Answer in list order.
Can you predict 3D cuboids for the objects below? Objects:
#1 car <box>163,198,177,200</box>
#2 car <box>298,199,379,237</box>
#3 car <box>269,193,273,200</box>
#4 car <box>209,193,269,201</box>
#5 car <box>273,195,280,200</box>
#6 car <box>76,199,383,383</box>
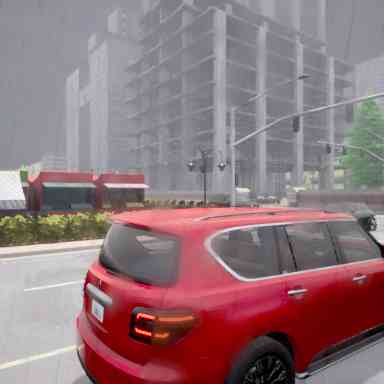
[{"bbox_3d":[-2.444,1.422,37.366,1.882,1.535,5.008,0,0,-36],"label":"car"},{"bbox_3d":[8.195,1.329,18.465,4.553,1.767,2.097,0,0,-36],"label":"car"},{"bbox_3d":[11.664,1.114,58.231,1.905,1.878,3.866,0,0,-36],"label":"car"},{"bbox_3d":[3.617,1.166,29.021,2.150,2.045,5.566,0,0,-36],"label":"car"},{"bbox_3d":[14.053,1.114,59.946,1.905,1.878,3.866,0,0,-36],"label":"car"},{"bbox_3d":[1.292,1.221,4.713,5.566,2.045,2.150,0,0,-35],"label":"car"}]
